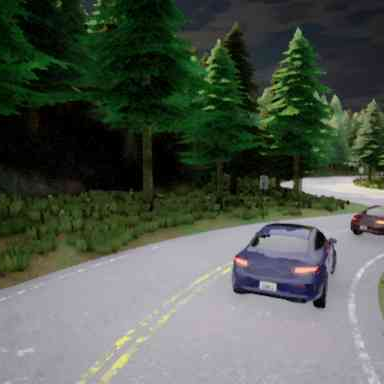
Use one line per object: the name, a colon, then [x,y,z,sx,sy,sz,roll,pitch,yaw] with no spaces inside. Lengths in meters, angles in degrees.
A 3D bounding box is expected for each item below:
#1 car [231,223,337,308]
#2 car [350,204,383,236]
car: [2.356,1.479,7.971,1.812,1.442,4.674,2,2,26]
car: [9.262,1.322,15.518,4.674,1.442,1.812,-1,5,-34]
